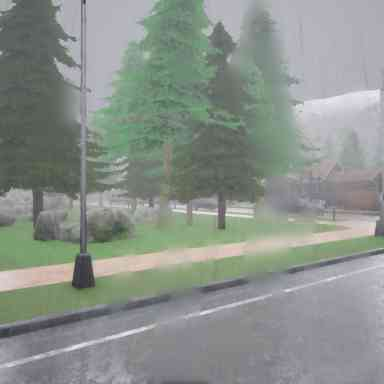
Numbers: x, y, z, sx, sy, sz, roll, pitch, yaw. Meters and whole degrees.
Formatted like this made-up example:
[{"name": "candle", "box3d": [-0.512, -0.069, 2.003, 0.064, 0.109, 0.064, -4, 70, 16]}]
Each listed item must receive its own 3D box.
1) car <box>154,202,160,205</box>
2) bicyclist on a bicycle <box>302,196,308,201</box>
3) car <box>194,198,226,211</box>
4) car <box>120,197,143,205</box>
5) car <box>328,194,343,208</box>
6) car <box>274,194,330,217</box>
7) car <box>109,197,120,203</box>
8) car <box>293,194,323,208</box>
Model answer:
[{"name": "car", "box3d": [-7.477, 1.587, 59.441, 1.895, 1.301, 4.718, 0, 0, -42]}, {"name": "bicyclist on a bicycle", "box3d": [13.214, 1.267, 39.182, 1.656, 1.620, 0.582, 0, 0, -37]}, {"name": "car", "box3d": [2.207, 1.478, 41.401, 2.128, 1.511, 4.902, 0, 0, -37]}, {"name": "car", "box3d": [-9.839, 1.494, 56.850, 1.837, 1.490, 4.892, 0, -1, -42]}, {"name": "car", "box3d": [17.375, 1.160, 42.723, 4.605, 1.855, 1.932, 0, 0, -37]}, {"name": "car", "box3d": [9.945, 1.338, 31.042, 2.097, 1.767, 4.553, 0, 0, -37]}, {"name": "car", "box3d": [-14.619, 1.477, 66.395, 4.902, 1.511, 2.128, 0, 0, 42]}, {"name": "car", "box3d": [15.556, 1.161, 44.502, 3.866, 1.878, 1.905, 0, 0, -37]}]
